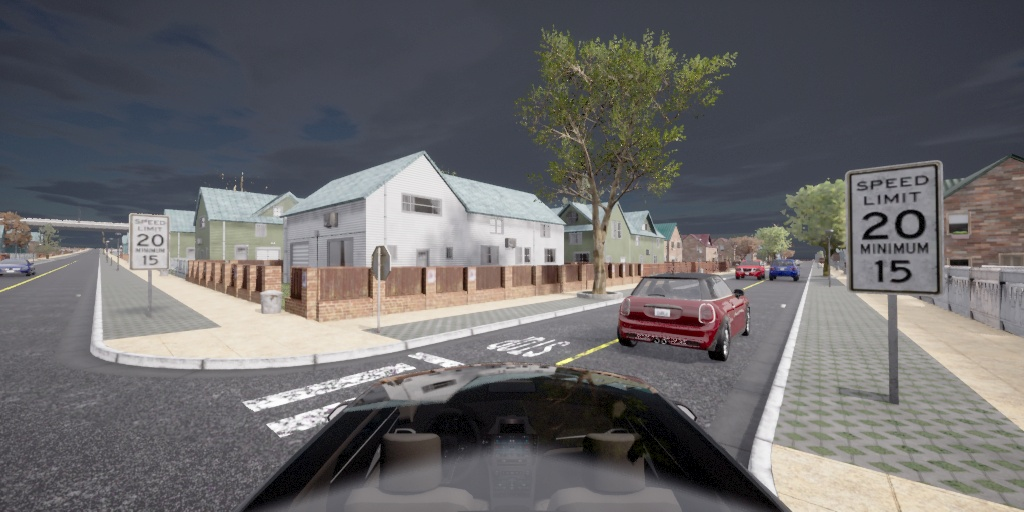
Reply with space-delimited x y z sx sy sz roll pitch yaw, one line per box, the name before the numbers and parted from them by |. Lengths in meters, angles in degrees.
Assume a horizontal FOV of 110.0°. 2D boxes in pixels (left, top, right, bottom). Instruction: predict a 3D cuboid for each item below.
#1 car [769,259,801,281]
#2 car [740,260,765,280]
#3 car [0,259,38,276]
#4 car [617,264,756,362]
car | 26.815 1.362 35.298 2.150 2.045 5.566 -1 -1 40
car | 24.973 1.395 37.493 2.150 2.045 5.566 -1 -1 40
car | -42.114 0.967 30.394 4.674 1.442 1.812 1 0 41
car | 4.383 1.175 8.812 2.097 1.767 4.553 -1 -1 40
